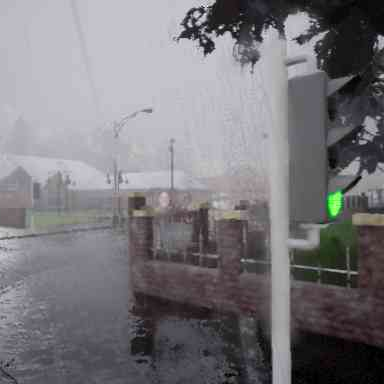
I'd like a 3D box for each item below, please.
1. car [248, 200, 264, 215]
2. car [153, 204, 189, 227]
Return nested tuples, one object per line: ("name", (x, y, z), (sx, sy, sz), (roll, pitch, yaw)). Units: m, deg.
("car", (6.915, 1.676, 36.815), (1.837, 1.490, 4.892), (-1, -1, 36))
("car", (-1.875, 1.648, 24.629), (1.882, 1.535, 5.008), (-1, 0, 36))
